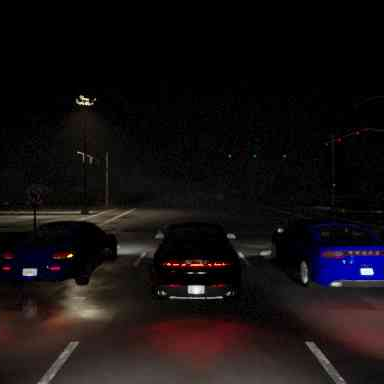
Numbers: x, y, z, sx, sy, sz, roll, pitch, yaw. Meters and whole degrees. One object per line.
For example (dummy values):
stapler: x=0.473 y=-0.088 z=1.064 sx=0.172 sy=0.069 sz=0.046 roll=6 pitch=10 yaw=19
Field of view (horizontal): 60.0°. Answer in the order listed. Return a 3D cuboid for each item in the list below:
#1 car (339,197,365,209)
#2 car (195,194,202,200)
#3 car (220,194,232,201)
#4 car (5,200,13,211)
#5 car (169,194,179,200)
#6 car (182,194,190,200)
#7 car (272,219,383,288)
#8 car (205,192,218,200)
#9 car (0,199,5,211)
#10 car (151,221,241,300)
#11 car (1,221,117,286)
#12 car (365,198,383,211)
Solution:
car: x=22.684 y=1.504 z=45.619 sx=4.892 sy=1.490 sz=1.837 roll=0 pitch=0 yaw=-1
car: x=1.795 y=1.470 z=92.234 sx=1.882 sy=1.535 sz=5.008 roll=0 pitch=0 yaw=0
car: x=8.751 y=1.539 z=81.569 sx=2.033 sy=1.411 sz=5.357 roll=0 pitch=0 yaw=0
car: x=-23.186 y=1.491 z=38.069 sx=4.902 sy=1.511 sz=2.128 roll=0 pitch=0 yaw=-1
car: x=-5.202 y=1.348 z=93.034 sx=2.097 sy=1.767 sz=4.553 roll=0 pitch=0 yaw=0
car: x=-1.703 y=1.546 z=92.666 sx=1.994 sy=1.385 sz=4.181 roll=0 pitch=0 yaw=0
car: x=3.589 y=1.477 z=9.267 sx=1.882 sy=1.535 sz=5.008 roll=0 pitch=0 yaw=0
car: x=5.295 y=1.470 z=92.220 sx=1.882 sy=1.535 sz=5.008 roll=0 pitch=0 yaw=0
car: x=-20.090 y=1.491 z=29.907 sx=4.902 sy=1.511 sz=2.128 roll=0 pitch=0 yaw=-1
car: x=0.088 y=1.505 z=8.391 sx=1.837 sy=1.490 sz=4.892 roll=0 pitch=0 yaw=0
car: x=-3.414 y=1.526 z=9.314 sx=1.812 sy=1.442 sz=4.674 roll=0 pitch=0 yaw=0
car: x=23.777 y=1.222 z=38.631 sx=5.566 sy=2.045 sz=2.150 roll=0 pitch=0 yaw=-1
